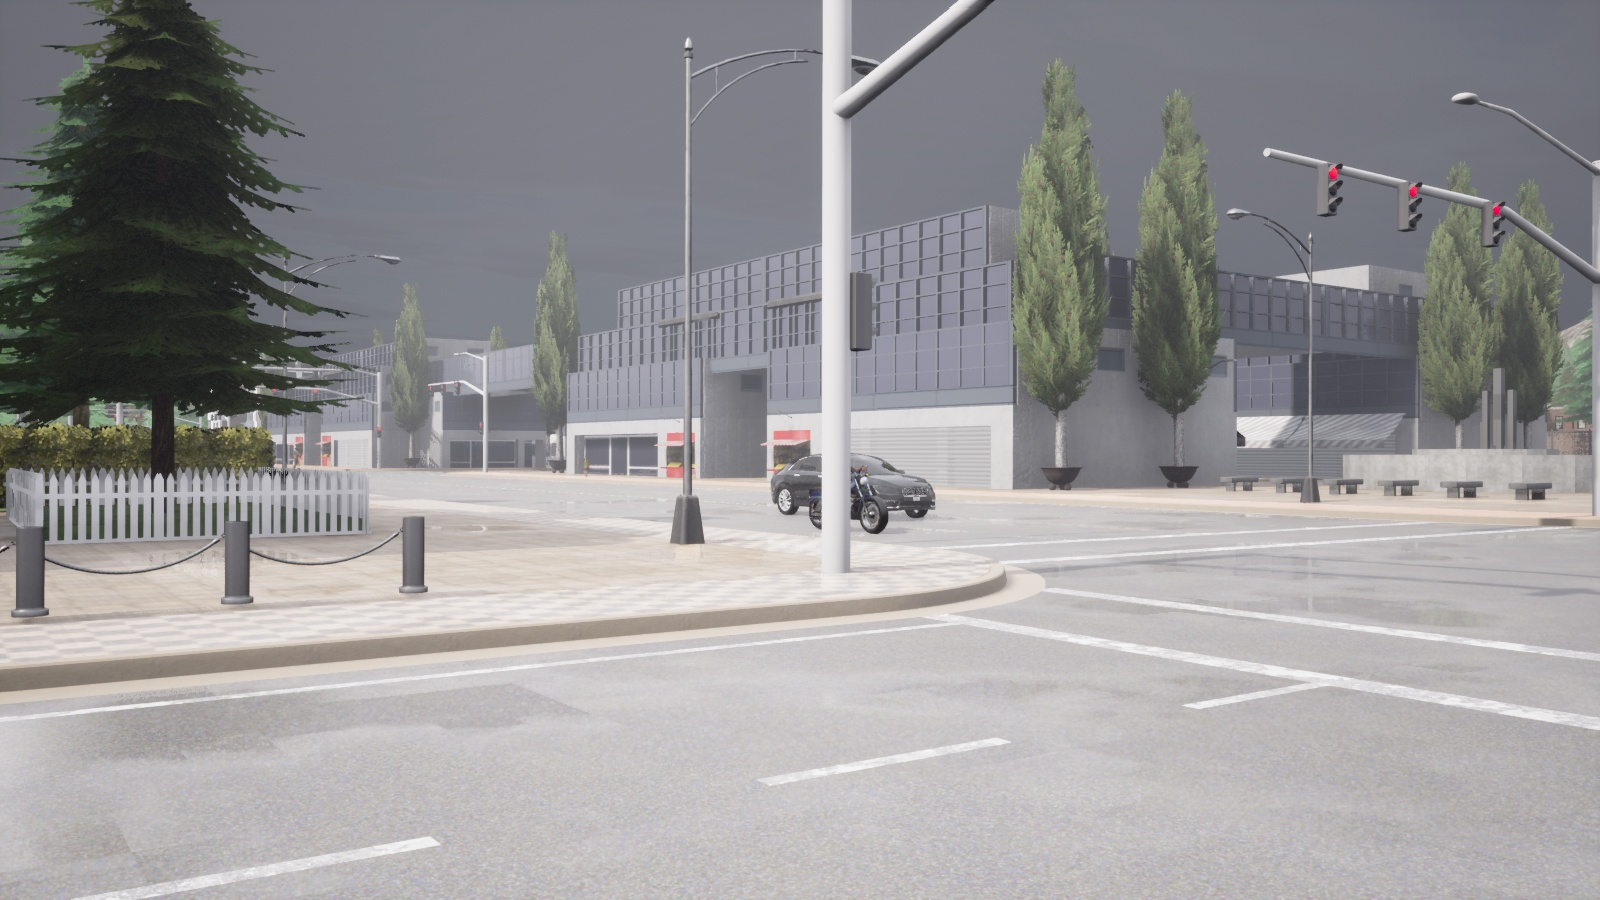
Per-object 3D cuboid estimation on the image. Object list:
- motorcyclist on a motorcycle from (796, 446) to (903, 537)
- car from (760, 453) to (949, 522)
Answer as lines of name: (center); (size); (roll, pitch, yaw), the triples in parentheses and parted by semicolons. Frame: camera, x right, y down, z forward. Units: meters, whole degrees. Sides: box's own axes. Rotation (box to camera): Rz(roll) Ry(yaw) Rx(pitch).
motorcyclist on a motorcycle: (0.901, 0.752, 23.853); (0.766, 1.649, 2.350); (0, 0, -35)
car: (1.174, 0.820, 29.581); (1.837, 1.490, 4.892); (0, 0, -35)
